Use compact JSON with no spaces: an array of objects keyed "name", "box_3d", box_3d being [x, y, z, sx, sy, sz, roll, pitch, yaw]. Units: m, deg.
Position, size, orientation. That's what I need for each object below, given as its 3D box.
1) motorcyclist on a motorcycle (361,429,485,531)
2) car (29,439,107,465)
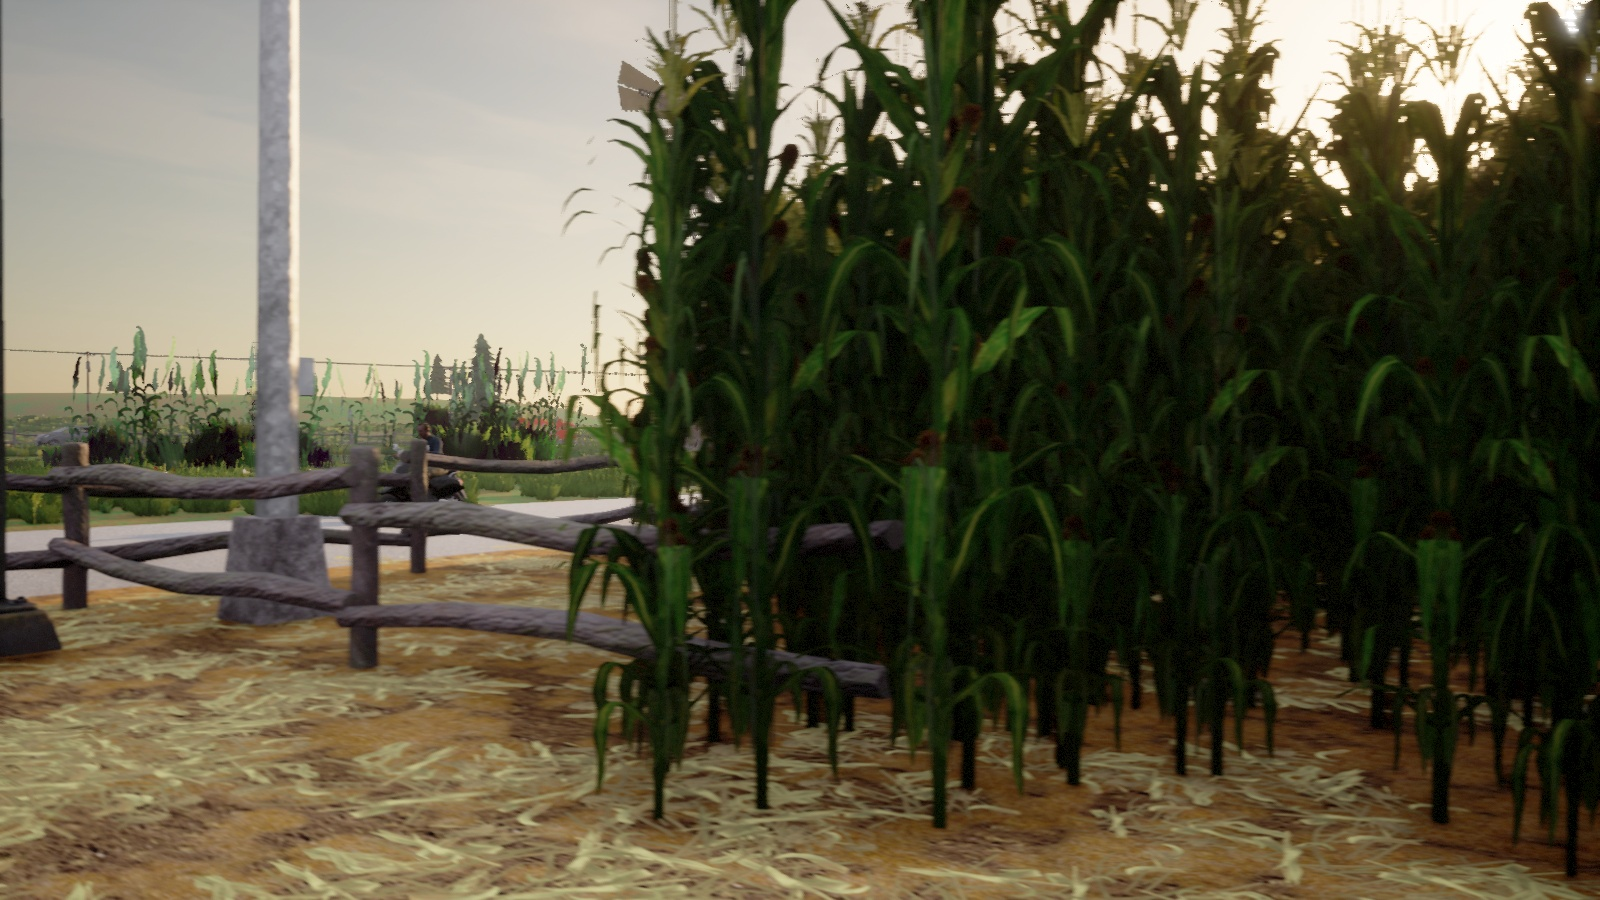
[{"name":"motorcyclist on a motorcycle","box_3d":[-6.197,0.458,20.732,0.866,1.590,1.817,0,1,34]},{"name":"car","box_3d":[-44.590,0.103,76.535,1.845,1.501,3.633,0,1,39]}]
